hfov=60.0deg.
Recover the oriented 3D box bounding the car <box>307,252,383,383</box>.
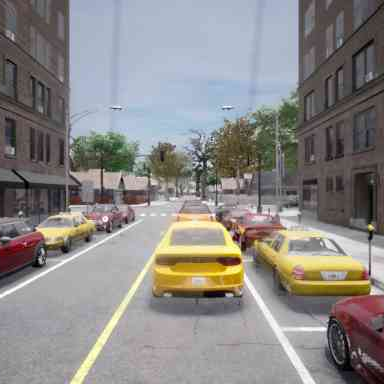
[{"bbox_3d":[2.643,1.582,2.834,1.802,1.307,4.206,0,0,0],"label":"car"}]

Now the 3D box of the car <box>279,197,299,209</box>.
[{"bbox_3d":[14.388,1.456,44.587,4.674,1.442,1.812,0,0,2],"label":"car"}]

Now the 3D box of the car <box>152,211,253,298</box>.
[{"bbox_3d":[0.127,1.480,8.568,1.882,1.535,5.008,0,0,0],"label":"car"}]

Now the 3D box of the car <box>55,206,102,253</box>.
[{"bbox_3d":[-5.349,1.531,13.722,1.752,1.417,4.829,0,0,0],"label":"car"}]

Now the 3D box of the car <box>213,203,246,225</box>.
[{"bbox_3d":[2.710,1.578,24.907,1.947,1.339,4.313,0,0,0],"label":"car"}]

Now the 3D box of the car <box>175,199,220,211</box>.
[{"bbox_3d":[0.151,1.360,17.750,2.097,1.767,4.553,0,0,0],"label":"car"}]

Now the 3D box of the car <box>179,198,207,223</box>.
[{"bbox_3d":[0.078,1.365,26.593,2.097,1.767,4.553,0,0,0],"label":"car"}]

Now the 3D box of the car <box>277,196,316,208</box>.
[{"bbox_3d":[14.974,1.419,47.845,4.902,1.511,2.128,0,0,0],"label":"car"}]

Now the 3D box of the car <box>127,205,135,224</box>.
[{"bbox_3d":[-5.316,1.594,24.930,1.802,1.307,4.206,0,0,0],"label":"car"}]

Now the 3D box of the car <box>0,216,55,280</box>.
[{"bbox_3d":[-5.365,1.443,8.373,1.967,1.590,4.097,0,0,0],"label":"car"}]

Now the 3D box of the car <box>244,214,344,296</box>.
[{"bbox_3d":[2.660,1.528,8.522,1.752,1.417,4.829,0,0,0],"label":"car"}]

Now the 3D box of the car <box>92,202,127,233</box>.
[{"bbox_3d":[-5.332,1.449,19.411,1.967,1.590,4.097,0,0,0],"label":"car"}]

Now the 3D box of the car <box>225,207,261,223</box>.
[{"bbox_3d":[2.676,1.550,13.870,1.887,1.381,4.507,0,0,0],"label":"car"}]

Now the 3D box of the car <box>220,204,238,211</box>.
[{"bbox_3d":[2.693,1.591,19.388,1.802,1.307,4.206,0,0,0],"label":"car"}]
